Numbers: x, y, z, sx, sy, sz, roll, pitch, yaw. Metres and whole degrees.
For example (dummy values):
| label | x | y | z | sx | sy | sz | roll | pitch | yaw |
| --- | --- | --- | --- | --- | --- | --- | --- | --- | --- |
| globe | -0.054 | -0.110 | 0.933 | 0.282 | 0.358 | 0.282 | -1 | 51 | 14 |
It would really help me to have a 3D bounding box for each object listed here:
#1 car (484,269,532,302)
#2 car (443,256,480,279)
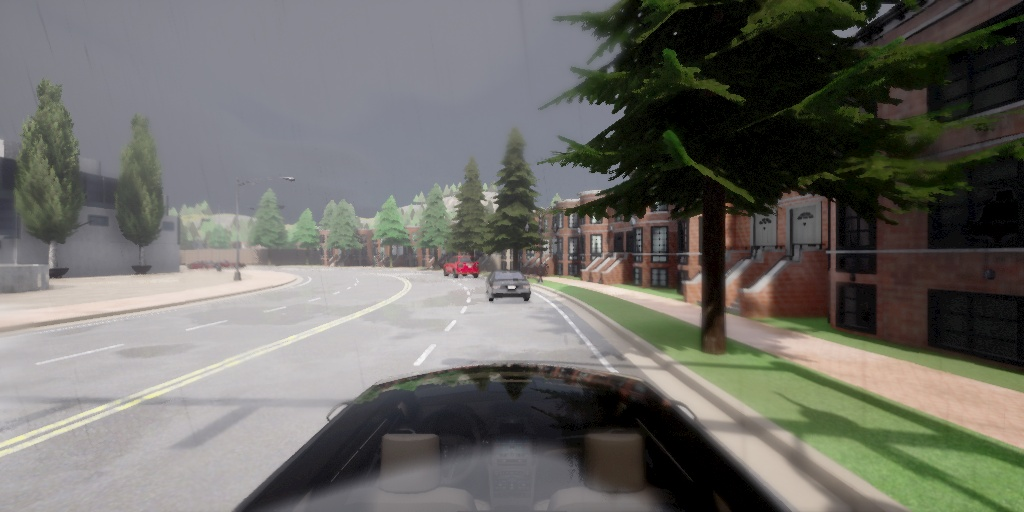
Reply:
| label | x | y | z | sx | sy | sz | roll | pitch | yaw |
| --- | --- | --- | --- | --- | --- | --- | --- | --- | --- |
| car | -0.280 | 1.310 | 17.041 | 2.033 | 1.411 | 5.357 | 0 | 0 | -6 |
| car | -4.729 | 1.005 | 33.120 | 2.150 | 2.045 | 5.566 | 0 | 0 | -25 |
